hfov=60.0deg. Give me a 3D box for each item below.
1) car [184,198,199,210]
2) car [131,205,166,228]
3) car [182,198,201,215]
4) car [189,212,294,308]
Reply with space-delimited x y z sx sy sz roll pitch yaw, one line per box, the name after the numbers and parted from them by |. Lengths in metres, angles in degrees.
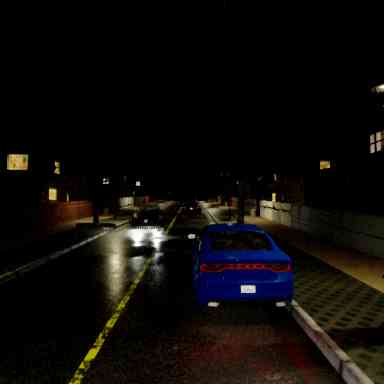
-0.081 1.565 44.645 1.837 1.490 4.892 0 0 0 | car
-2.819 1.590 22.368 1.994 1.385 4.181 0 0 0 | car
-0.040 1.609 34.765 1.994 1.385 4.181 0 0 1 | car
0.939 1.487 8.071 1.882 1.535 5.008 0 0 0 | car
